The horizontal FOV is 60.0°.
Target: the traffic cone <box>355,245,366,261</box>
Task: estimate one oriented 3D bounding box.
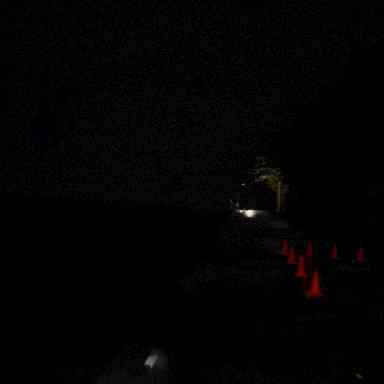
[{"bbox_3d":[6.898,2.482,13.608,0.340,0.580,0.340,3,-1,9],"label":"traffic cone"}]

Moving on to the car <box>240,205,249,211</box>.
[{"bbox_3d":[11.370,3.438,72.356,2.033,1.411,5.357,3,-2,9],"label":"car"}]

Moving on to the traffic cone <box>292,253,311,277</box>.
[{"bbox_3d":[3.327,2.250,10.117,0.340,0.580,0.340,3,-1,9],"label":"traffic cone"}]

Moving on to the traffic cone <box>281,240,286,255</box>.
[{"bbox_3d":[3.939,2.332,14.069,0.340,0.580,0.340,3,-1,9],"label":"traffic cone"}]

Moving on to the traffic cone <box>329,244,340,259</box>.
[{"bbox_3d":[5.912,2.432,13.762,0.340,0.580,0.340,3,-1,9],"label":"traffic cone"}]

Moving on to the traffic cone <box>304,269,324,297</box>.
[{"bbox_3d":[3.021,2.210,8.141,0.340,0.580,0.340,3,-1,9],"label":"traffic cone"}]

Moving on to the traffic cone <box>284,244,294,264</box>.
[{"bbox_3d":[3.633,2.290,12.093,0.340,0.580,0.340,3,-1,9],"label":"traffic cone"}]

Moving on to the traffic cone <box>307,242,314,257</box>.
[{"bbox_3d":[4.926,2.382,13.916,0.340,0.580,0.340,3,-1,9],"label":"traffic cone"}]
